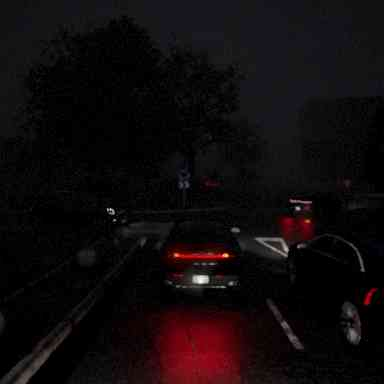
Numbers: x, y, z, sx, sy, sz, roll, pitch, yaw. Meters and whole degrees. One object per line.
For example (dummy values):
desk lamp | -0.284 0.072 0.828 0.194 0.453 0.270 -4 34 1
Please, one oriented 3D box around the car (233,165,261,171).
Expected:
car | 14.085 -5.142 85.255 5.566 2.045 2.435 1 6 10

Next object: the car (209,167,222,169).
car | 5.696 -4.723 82.508 2.097 1.767 4.553 1 6 9

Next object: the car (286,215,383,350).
car | 3.173 1.443 6.151 2.128 1.511 4.902 0 1 0

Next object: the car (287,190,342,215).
car | 7.849 0.639 21.038 2.128 1.511 4.902 4 6 44

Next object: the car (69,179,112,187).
car | -13.155 -0.945 43.104 5.357 1.411 2.033 -4 6 -42

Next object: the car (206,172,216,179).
car | 4.243 -3.662 73.060 1.837 1.490 4.892 1 6 9

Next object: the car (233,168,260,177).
car | 12.707 -4.100 77.177 4.892 1.521 2.231 1 6 9

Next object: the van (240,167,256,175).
van | 15.608 -5.906 93.127 4.442 1.987 1.878 1 6 11

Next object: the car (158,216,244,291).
car | 0.240 1.388 8.797 1.837 1.490 4.892 0 1 2

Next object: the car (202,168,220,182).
car | 3.582 -2.963 62.726 2.150 2.045 5.566 0 5 1

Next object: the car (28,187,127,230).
car | -5.593 0.830 16.565 4.553 1.767 2.097 0 4 6
